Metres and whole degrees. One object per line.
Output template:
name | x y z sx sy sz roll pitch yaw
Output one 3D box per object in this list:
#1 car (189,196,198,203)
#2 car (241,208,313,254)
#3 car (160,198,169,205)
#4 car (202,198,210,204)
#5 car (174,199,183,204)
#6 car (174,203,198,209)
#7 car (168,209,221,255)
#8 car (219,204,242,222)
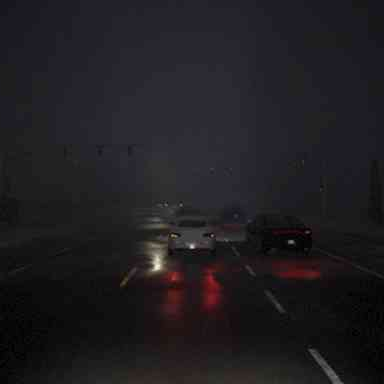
car | 0.308 2.536 88.711 1.895 1.301 4.718 0 -1 1
car | 3.525 1.631 14.237 1.882 1.535 5.008 0 0 0
car | -6.809 2.345 81.378 1.882 1.535 5.008 0 -1 1
car | 3.807 2.418 88.626 1.882 1.535 5.008 0 -1 1
car | -3.310 2.345 81.322 1.882 1.535 5.008 0 -1 1
car | -0.293 1.903 28.192 1.895 1.301 4.718 0 -1 -8
car | 0.021 1.675 13.883 1.812 1.442 4.674 0 0 0
car | 3.503 1.790 29.255 1.882 1.535 5.008 0 0 0
